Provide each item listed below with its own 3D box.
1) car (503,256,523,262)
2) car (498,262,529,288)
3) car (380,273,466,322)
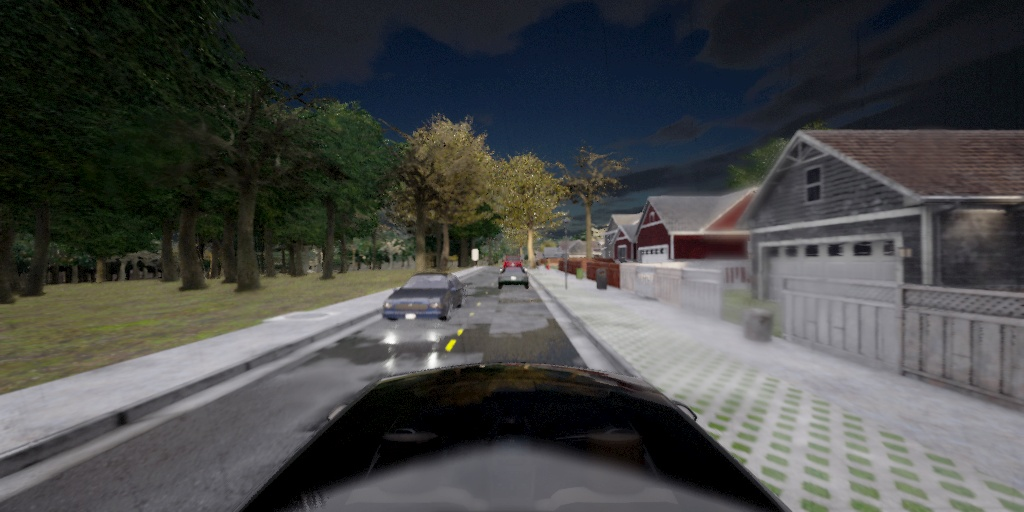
[{"bbox_3d":[0.106,1.022,41.700,2.150,2.045,5.566,0,0,0],"label":"car"},{"bbox_3d":[0.098,1.319,23.749,1.994,1.385,4.181,0,0,0],"label":"car"},{"bbox_3d":[-2.804,1.299,12.631,2.033,1.411,5.357,0,0,1],"label":"car"}]
